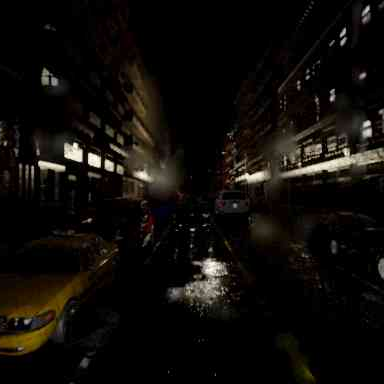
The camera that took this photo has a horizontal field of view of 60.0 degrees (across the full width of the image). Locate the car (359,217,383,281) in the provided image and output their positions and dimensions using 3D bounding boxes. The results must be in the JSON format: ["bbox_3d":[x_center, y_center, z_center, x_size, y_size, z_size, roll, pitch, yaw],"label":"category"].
[{"bbox_3d":[5.343,1.464,6.354,1.887,1.381,4.507,1,1,0],"label":"car"}]

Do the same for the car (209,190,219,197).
[{"bbox_3d":[5.441,0.374,83.783,2.192,1.841,5.009,1,1,0],"label":"car"}]

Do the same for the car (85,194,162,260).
[{"bbox_3d":[-2.521,1.154,11.959,2.192,1.841,5.009,2,1,0],"label":"car"}]

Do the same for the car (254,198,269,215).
[{"bbox_3d":[5.380,1.184,28.476,1.887,1.381,4.507,1,1,0],"label":"car"}]

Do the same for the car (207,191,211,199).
[{"bbox_3d":[2.867,0.971,40.895,1.882,1.535,5.008,0,1,1],"label":"car"}]

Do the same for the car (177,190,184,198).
[{"bbox_3d":[-2.476,0.819,39.608,2.192,1.841,5.009,1,1,0],"label":"car"}]

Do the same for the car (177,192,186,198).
[{"bbox_3d":[-2.420,0.646,78.322,1.887,1.381,4.507,1,1,0],"label":"car"}]

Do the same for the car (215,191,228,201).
[{"bbox_3d":[5.402,0.710,61.660,1.967,1.590,4.097,1,1,0],"label":"car"}]

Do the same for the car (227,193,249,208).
[{"bbox_3d":[5.408,0.951,39.536,1.967,1.590,4.097,1,1,0],"label":"car"}]

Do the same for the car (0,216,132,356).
[{"bbox_3d":[-2.536,1.439,6.260,1.752,1.417,4.829,2,1,0],"label":"car"}]

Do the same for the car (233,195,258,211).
[{"bbox_3d":[5.389,1.119,34.006,1.887,1.381,4.507,1,1,0],"label":"car"}]

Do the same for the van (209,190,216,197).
[{"bbox_3d":[5.449,0.353,89.315,1.690,1.788,3.998,1,0,0],"label":"van"}]

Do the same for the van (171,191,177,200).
[{"bbox_3d":[-2.495,0.973,28.548,1.690,1.788,3.998,2,1,0],"label":"van"}]

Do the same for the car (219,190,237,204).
[{"bbox_3d":[5.388,0.702,50.596,2.192,1.841,5.009,1,1,0],"label":"car"}]

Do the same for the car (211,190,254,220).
[{"bbox_3d":[2.827,0.907,24.412,2.150,2.045,5.566,0,1,1],"label":"car"}]

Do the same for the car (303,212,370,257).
[{"bbox_3d":[5.352,1.397,11.886,2.008,1.369,4.403,1,1,0],"label":"car"}]

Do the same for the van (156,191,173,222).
[{"bbox_3d":[-2.504,1.040,23.017,1.690,1.788,3.998,2,1,0],"label":"van"}]

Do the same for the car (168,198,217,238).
[{"bbox_3d":[0.025,1.288,16.365,1.837,1.490,4.892,0,1,0],"label":"car"}]

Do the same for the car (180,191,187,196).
[{"bbox_3d":[-2.394,0.540,94.916,1.802,1.307,4.206,1,0,0],"label":"car"}]
